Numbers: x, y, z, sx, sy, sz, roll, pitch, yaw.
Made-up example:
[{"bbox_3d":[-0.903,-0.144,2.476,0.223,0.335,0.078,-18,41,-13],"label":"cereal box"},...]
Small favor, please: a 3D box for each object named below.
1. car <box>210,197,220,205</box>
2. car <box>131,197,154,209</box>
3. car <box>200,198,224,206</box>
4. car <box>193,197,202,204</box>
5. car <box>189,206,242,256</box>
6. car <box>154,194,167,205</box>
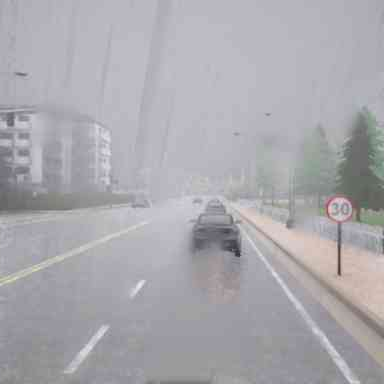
[{"bbox_3d":[4.704,1.840,69.041,1.994,1.385,4.181,0,0,4],"label":"car"},{"bbox_3d":[-7.351,1.705,48.129,2.033,1.411,5.357,0,0,4],"label":"car"},{"bbox_3d":[2.113,1.628,30.288,2.128,1.511,4.902,0,0,4],"label":"car"},{"bbox_3d":[1.213,1.767,69.283,1.837,1.490,4.892,0,0,4],"label":"car"},{"bbox_3d":[0.947,1.567,13.506,1.837,1.490,4.892,0,0,4],"label":"car"},{"bbox_3d":[-6.162,1.452,64.306,2.150,2.045,5.566,0,0,4],"label":"car"}]
